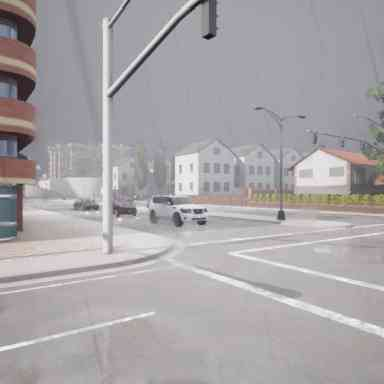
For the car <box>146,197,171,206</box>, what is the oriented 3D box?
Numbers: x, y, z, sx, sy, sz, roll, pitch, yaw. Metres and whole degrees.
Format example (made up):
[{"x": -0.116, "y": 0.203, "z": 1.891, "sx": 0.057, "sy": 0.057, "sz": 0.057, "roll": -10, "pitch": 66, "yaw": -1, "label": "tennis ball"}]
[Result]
[{"x": -5.779, "y": 1.548, "z": 56.952, "sx": 2.033, "sy": 1.411, "sz": 5.357, "roll": 0, "pitch": 0, "yaw": -34, "label": "car"}]

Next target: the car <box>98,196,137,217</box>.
[{"x": -7.013, "y": 1.476, "z": 32.010, "sx": 1.882, "sy": 1.535, "sz": 5.008, "roll": 0, "pitch": 0, "yaw": -34, "label": "car"}]

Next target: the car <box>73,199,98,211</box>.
[{"x": -13.053, "y": 1.547, "z": 40.772, "sx": 2.033, "sy": 1.411, "sz": 5.357, "roll": 0, "pitch": 0, "yaw": -35, "label": "car"}]

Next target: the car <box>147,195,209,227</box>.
[{"x": -1.110, "y": 1.221, "z": 23.468, "sx": 2.150, "sy": 2.045, "sz": 5.566, "roll": 0, "pitch": 0, "yaw": -35, "label": "car"}]
